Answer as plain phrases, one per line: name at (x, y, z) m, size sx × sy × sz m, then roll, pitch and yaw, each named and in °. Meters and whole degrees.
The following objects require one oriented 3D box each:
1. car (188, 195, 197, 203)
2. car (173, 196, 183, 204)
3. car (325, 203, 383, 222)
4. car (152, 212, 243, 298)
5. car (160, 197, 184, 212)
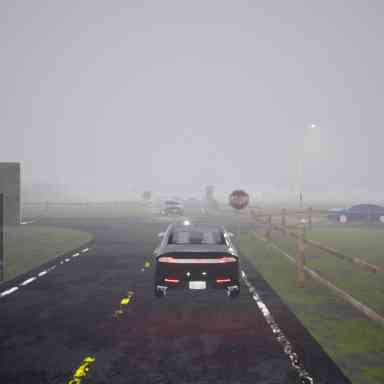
car at (0.090, 1.468, 71.354) m, size 1.882 × 1.535 × 5.008 m, roll 0°, pitch 0°, yaw 0°
car at (-2.764, 1.555, 66.946) m, size 1.994 × 1.385 × 4.181 m, roll 0°, pitch 0°, yaw 0°
car at (12.986, 1.590, 25.962) m, size 5.008 × 1.535 × 1.882 m, roll 0°, pitch 0°, yaw 0°
car at (0.103, 1.491, 8.511) m, size 2.128 × 1.511 × 4.902 m, roll 0°, pitch 0°, yaw 0°
car at (-2.023, 1.503, 31.813) m, size 1.837 × 1.490 × 4.892 m, roll -1°, pitch 0°, yaw -11°
